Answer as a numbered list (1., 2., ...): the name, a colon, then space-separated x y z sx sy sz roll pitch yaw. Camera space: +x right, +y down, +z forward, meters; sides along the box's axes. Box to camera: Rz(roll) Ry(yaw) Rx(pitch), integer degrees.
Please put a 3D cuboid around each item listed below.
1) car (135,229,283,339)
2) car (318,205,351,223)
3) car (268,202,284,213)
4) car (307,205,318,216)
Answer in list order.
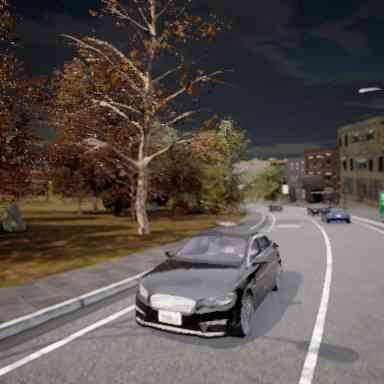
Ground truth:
1. car: 0.692 1.595 7.058 2.128 1.511 4.902 0 -1 24
2. car: 12.732 1.995 29.638 1.994 1.385 4.181 -1 -1 15
3. car: 13.290 2.443 52.823 1.837 1.490 4.892 -2 -1 6
4. car: 15.134 2.202 40.194 1.895 1.301 4.718 -2 -1 11
